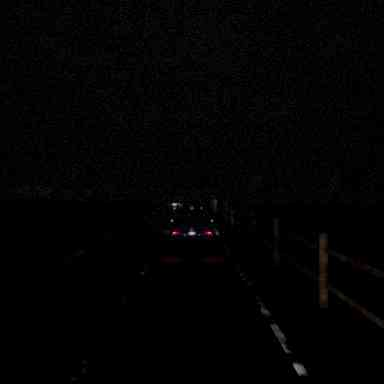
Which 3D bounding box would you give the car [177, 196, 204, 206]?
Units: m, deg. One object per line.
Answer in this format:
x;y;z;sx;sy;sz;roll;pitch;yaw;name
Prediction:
0.000;1.370;29.621;2.097;1.767;4.553;0;0;0;car

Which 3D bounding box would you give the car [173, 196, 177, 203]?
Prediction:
-2.750;1.565;68.652;1.812;1.442;4.674;0;0;0;car

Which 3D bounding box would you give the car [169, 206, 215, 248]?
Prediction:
-0.001;1.564;14.651;2.033;1.411;5.357;0;0;0;car

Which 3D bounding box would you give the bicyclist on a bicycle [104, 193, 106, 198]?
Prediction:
-22.483;1.137;85.648;0.582;1.620;1.656;1;0;1;bicyclist on a bicycle
